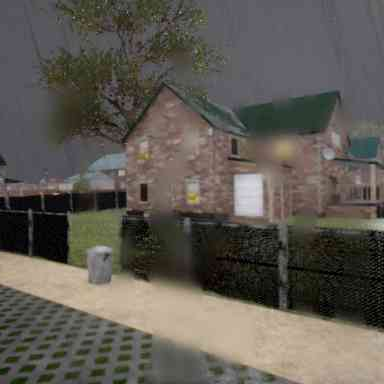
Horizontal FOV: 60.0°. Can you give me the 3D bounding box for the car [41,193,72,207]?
[{"bbox_3d":[-13.468,0.828,33.350,2.033,1.411,5.357,-1,2,36],"label":"car"}]
